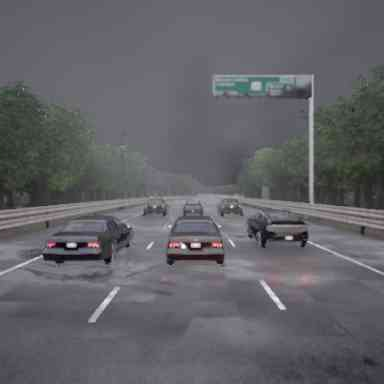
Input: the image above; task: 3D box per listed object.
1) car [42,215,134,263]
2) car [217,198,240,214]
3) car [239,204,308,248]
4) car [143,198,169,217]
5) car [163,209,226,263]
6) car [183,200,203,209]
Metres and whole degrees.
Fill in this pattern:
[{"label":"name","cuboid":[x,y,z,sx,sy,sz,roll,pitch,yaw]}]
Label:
[{"label":"car","cuboid":[-3.396,1.546,11.886,2.033,1.411,5.357,0,0,0]},{"label":"car","cuboid":[3.606,1.375,32.248,2.097,1.767,4.553,0,0,0]},{"label":"car","cuboid":[3.603,1.491,14.759,2.128,1.511,4.902,0,0,0]},{"label":"car","cuboid":[-3.393,1.375,32.243,2.097,1.767,4.553,0,0,0]},{"label":"car","cuboid":[0.102,1.546,11.877,2.033,1.411,5.357,0,0,0]},{"label":"car","cuboid":[0.105,1.515,32.487,2.128,1.511,4.902,0,0,0]}]
